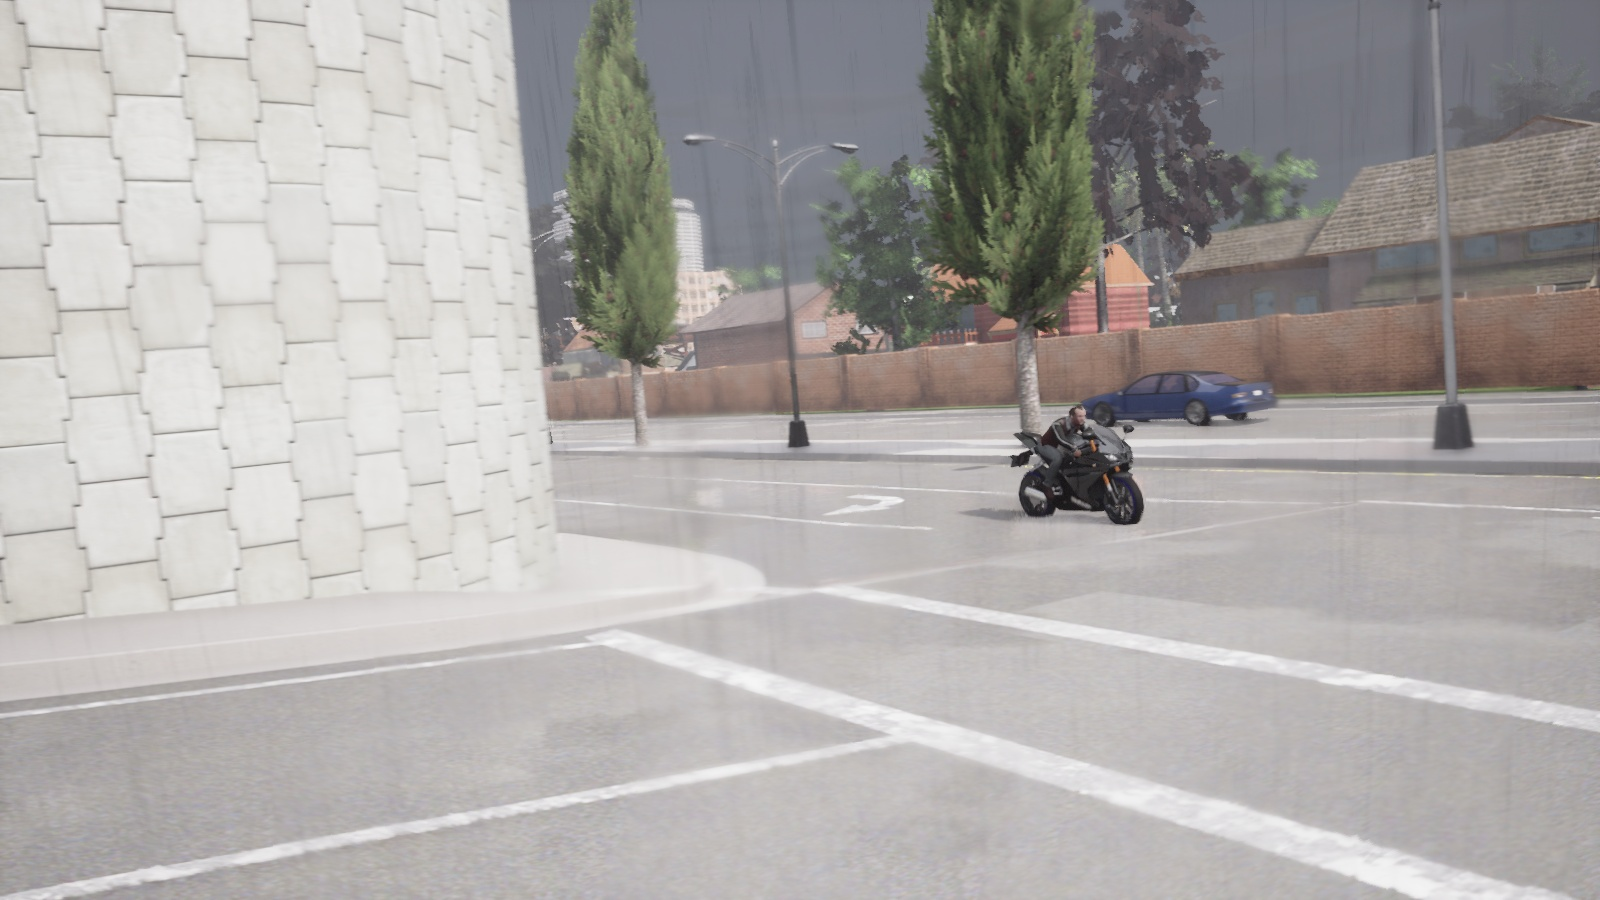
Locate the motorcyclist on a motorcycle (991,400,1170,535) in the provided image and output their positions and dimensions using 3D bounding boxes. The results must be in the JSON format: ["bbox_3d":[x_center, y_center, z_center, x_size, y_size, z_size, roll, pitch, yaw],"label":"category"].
[{"bbox_3d":[3.542,0.188,16.077,0.866,1.530,2.191,-8,5,-31],"label":"motorcyclist on a motorcycle"}]

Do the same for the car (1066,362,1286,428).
[{"bbox_3d":[9.790,-1.419,33.129,2.033,1.411,5.357,-7,5,-36],"label":"car"}]
